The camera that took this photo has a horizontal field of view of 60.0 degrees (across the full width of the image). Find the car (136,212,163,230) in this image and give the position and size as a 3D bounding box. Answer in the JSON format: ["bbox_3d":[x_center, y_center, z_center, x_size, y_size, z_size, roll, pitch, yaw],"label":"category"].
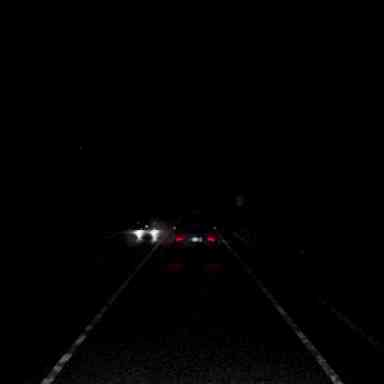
[{"bbox_3d":[-3.541,2.400,28.617,2.033,1.411,5.357,0,-2,0],"label":"car"}]

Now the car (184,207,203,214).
[{"bbox_3d":[0.201,2.614,36.296,1.882,1.535,5.008,0,-2,1],"label":"car"}]

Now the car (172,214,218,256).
[{"bbox_3d":[0.125,1.892,14.734,2.033,1.411,5.357,0,-2,0],"label":"car"}]

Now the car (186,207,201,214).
[{"bbox_3d":[0.302,3.881,69.785,2.033,1.411,5.357,1,-2,12],"label":"car"}]
